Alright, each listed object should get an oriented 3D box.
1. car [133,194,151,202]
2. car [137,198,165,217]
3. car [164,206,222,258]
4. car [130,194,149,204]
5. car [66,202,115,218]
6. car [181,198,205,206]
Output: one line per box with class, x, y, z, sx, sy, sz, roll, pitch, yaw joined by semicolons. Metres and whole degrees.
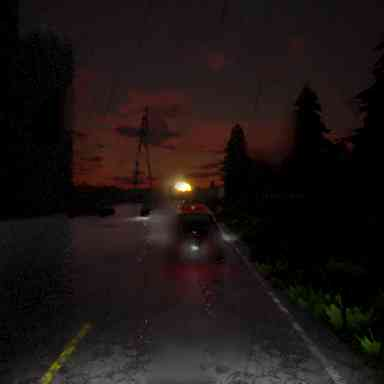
car;-11.899;1.369;79.704;3.866;1.878;1.905;0;0;-31
car;-3.598;1.568;31.102;1.994;1.385;4.181;0;0;0
car;0.089;1.509;12.837;1.837;1.490;4.892;0;1;0
car;-9.544;1.493;62.858;3.988;1.617;1.851;0;0;-1
car;-9.058;1.555;29.849;4.181;1.381;1.994;0;0;-1
car;0.089;1.356;30.570;2.097;1.767;4.553;0;0;0
